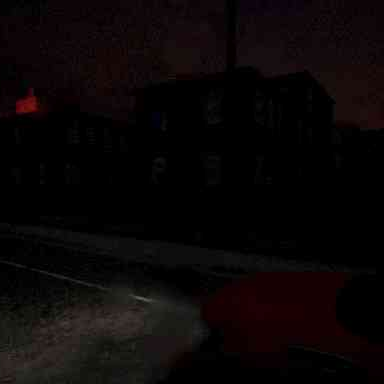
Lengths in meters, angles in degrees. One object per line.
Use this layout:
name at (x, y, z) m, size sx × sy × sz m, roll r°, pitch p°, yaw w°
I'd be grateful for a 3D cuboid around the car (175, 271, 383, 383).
car at (2.498, 1.239, 2.082) m, size 5.566 × 2.045 × 2.150 m, roll 1°, pitch 0°, yaw 36°
